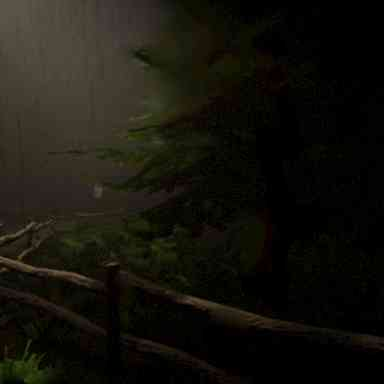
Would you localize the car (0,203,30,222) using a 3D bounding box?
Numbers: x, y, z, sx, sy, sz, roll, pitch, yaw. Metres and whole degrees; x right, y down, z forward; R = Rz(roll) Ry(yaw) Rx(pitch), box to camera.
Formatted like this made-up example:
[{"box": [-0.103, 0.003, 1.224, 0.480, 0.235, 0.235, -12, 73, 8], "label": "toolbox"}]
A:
[{"box": [-10.650, 1.378, 20.431, 1.895, 1.301, 4.718, 1, 1, 35], "label": "car"}]

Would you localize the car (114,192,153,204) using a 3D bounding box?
[{"box": [-3.758, 1.007, 27.385, 5.566, 2.045, 2.150, 0, 1, -33], "label": "car"}]
